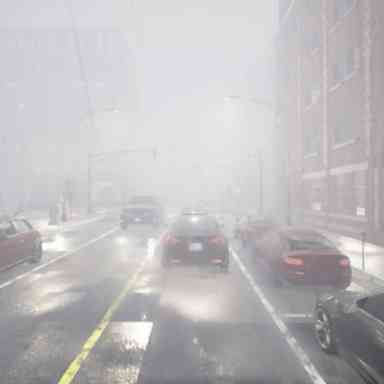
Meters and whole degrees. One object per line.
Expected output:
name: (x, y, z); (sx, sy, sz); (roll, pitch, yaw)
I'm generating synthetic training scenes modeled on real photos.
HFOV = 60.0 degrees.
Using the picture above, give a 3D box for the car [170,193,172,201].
car: (-5.695, 1.463, 69.403); (1.802, 1.307, 4.206); (1, 0, 0)

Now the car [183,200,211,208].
car: (0.096, 1.509, 21.779); (2.033, 1.411, 5.357); (0, 0, 0)

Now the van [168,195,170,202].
van: (-5.690, 1.231, 63.750); (1.690, 1.788, 3.998); (1, 0, 0)

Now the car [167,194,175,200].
car: (-5.700, 1.397, 92.012); (2.008, 1.369, 4.403); (1, 0, 0)

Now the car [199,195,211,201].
car: (2.687, 1.416, 63.884); (1.752, 1.417, 4.829); (1, 0, 0)

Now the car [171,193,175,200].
car: (-5.698, 1.445, 80.707); (1.802, 1.307, 4.206); (1, 0, 0)

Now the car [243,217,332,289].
car: (2.666, 1.567, 8.804); (1.802, 1.307, 4.206); (1, 0, 0)

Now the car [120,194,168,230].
car: (-3.006, 1.170, 21.084); (2.150, 2.045, 5.566); (0, 0, 0)

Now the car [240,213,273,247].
car: (2.834, 1.557, 14.460); (1.802, 1.307, 4.206); (1, 0, 0)

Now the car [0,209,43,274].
car: (-5.679, 1.424, 8.839); (1.967, 1.590, 4.097); (1, 0, 0)

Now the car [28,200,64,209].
car: (-18.720, 1.643, 42.838); (4.313, 1.339, 1.947); (0, 0, 0)

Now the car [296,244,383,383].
car: (2.667, 1.560, 3.147); (1.947, 1.339, 4.313); (1, 0, 0)

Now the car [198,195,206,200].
car: (2.680, 1.412, 91.975); (1.947, 1.339, 4.313); (1, 0, 0)

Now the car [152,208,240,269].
car: (0.098, 1.484, 11.071); (2.163, 1.488, 4.792); (0, 0, 0)
